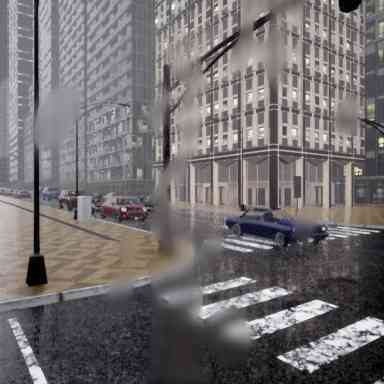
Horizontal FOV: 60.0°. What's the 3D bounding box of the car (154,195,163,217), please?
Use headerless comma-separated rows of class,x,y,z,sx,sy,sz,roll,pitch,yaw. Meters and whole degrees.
car,-3.684,1.075,25.409,2.128,1.511,4.902,0,1,-36

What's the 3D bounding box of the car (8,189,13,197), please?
car,-30.529,0.321,58.515,2.008,1.369,4.403,1,0,-36

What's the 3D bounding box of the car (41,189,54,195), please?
car,-33.488,-0.020,77.058,1.887,1.381,4.507,1,0,-36

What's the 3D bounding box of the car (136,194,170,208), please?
car,-4.295,0.982,36.237,1.802,1.307,4.206,1,0,-36

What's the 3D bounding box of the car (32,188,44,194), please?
car,-39.976,-0.213,86.130,1.947,1.339,4.313,1,0,-36

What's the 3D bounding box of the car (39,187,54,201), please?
car,-20.460,0.270,49.036,2.150,2.045,5.566,0,1,-36

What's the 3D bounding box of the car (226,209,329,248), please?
car,3.447,1.441,14.312,1.895,1.301,4.718,0,1,-26

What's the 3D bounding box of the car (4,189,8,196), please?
car,-33.772,0.208,63.049,1.887,1.381,4.507,1,0,-36

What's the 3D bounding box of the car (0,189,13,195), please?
car,-40.258,0.015,72.117,1.947,1.339,4.313,1,0,-36

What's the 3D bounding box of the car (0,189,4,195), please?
car,-37.015,0.107,67.583,2.008,1.369,4.403,1,0,-36

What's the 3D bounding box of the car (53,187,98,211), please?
car,-11.068,0.729,31.311,2.192,1.841,5.009,1,0,-36

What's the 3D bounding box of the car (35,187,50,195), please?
car,-36.726,-0.357,81.593,2.192,1.841,5.009,1,0,-36

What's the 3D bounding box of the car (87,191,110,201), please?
car,-14.026,0.643,49.845,1.947,1.339,4.313,1,0,-36

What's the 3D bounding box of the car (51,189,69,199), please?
car,-23.107,0.329,58.067,1.882,1.535,5.008,0,1,-36

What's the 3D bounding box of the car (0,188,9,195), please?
car,-43.500,-0.113,76.651,1.887,1.381,4.507,1,0,-36

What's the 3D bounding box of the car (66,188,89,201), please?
car,-17.160,0.404,49.748,2.097,1.767,4.553,0,2,-36

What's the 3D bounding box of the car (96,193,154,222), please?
car,-4.586,1.068,22.243,1.967,1.590,4.097,1,0,-36

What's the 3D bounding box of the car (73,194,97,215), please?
car,-7.833,1.103,26.778,1.802,1.307,4.206,1,0,-36

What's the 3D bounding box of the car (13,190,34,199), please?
car,-27.287,0.422,53.981,1.887,1.381,4.507,1,0,-36
